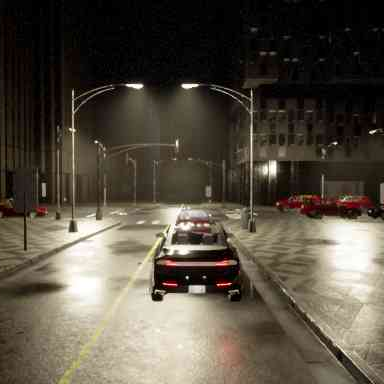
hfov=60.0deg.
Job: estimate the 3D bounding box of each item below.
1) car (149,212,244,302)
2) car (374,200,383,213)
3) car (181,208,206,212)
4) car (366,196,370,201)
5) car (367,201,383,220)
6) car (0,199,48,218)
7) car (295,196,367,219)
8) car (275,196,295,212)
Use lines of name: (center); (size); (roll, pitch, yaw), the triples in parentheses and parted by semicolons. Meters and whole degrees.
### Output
car: (0.086, 1.490, 8.253); (2.128, 1.511, 4.902); (0, 0, 0)
car: (23.329, 1.634, 37.754); (4.313, 1.339, 1.947); (0, 1, 0)
car: (0.072, 1.550, 17.963); (2.033, 1.411, 5.357); (0, 0, 0)
car: (17.688, 1.354, 37.725); (5.009, 1.841, 2.192); (0, 1, 0)
car: (17.717, 1.742, 29.204); (4.313, 1.339, 1.947); (0, 1, 0)
car: (-14.967, 1.566, 29.050); (4.507, 1.381, 1.887); (0, 1, 0)
car: (12.074, 1.463, 29.175); (5.009, 1.841, 2.192); (0, 1, 0)
car: (12.045, 1.325, 37.698); (5.009, 1.841, 2.192); (0, 1, 0)
